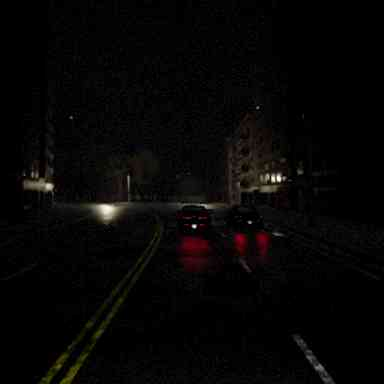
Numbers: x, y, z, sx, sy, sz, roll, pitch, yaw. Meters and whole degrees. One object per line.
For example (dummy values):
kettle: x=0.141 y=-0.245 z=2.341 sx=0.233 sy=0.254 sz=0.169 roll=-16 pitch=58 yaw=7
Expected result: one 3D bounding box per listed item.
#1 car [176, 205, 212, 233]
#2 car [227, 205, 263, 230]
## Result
car: x=0.131 y=1.557 z=20.042 sx=1.837 sy=1.490 sz=4.892 roll=0 pitch=0 yaw=0
car: x=3.380 y=1.586 z=21.706 sx=1.812 sy=1.442 sz=4.674 roll=0 pitch=0 yaw=0
